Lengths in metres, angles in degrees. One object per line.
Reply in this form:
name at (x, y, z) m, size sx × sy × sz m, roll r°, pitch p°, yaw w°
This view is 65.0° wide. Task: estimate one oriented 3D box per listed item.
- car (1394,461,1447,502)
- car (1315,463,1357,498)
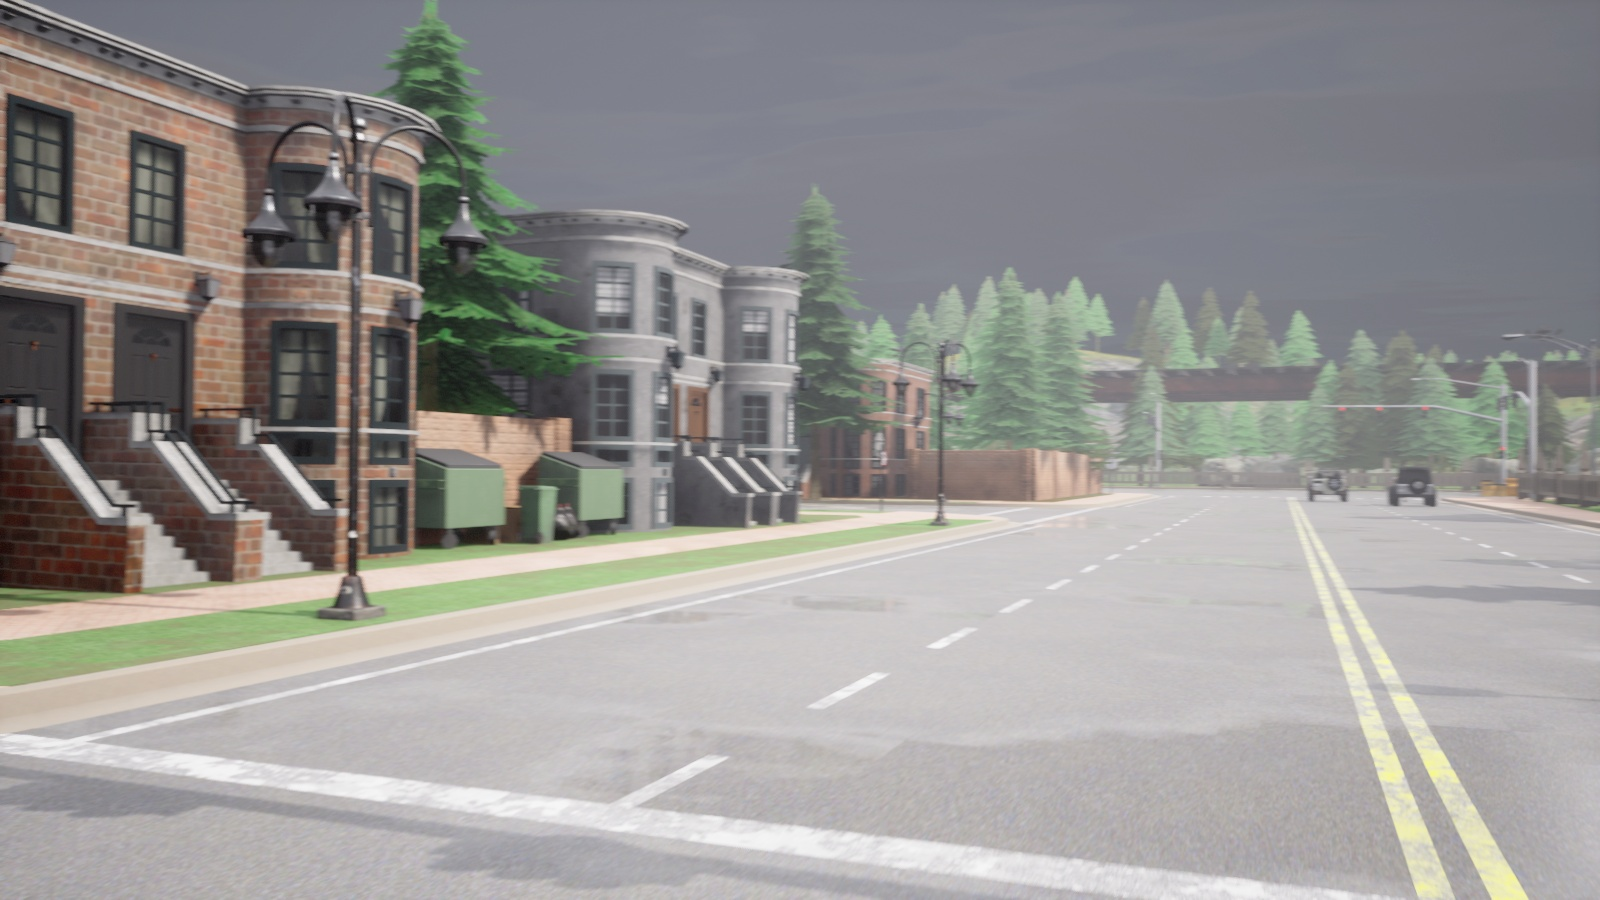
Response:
car at (29.651, 1.492, 60.098) m, size 1.905 × 1.878 × 3.866 m, roll 0°, pitch -1°, yaw 21°
car at (28.948, 1.635, 67.957) m, size 1.932 × 1.855 × 4.605 m, roll 0°, pitch -1°, yaw 21°
